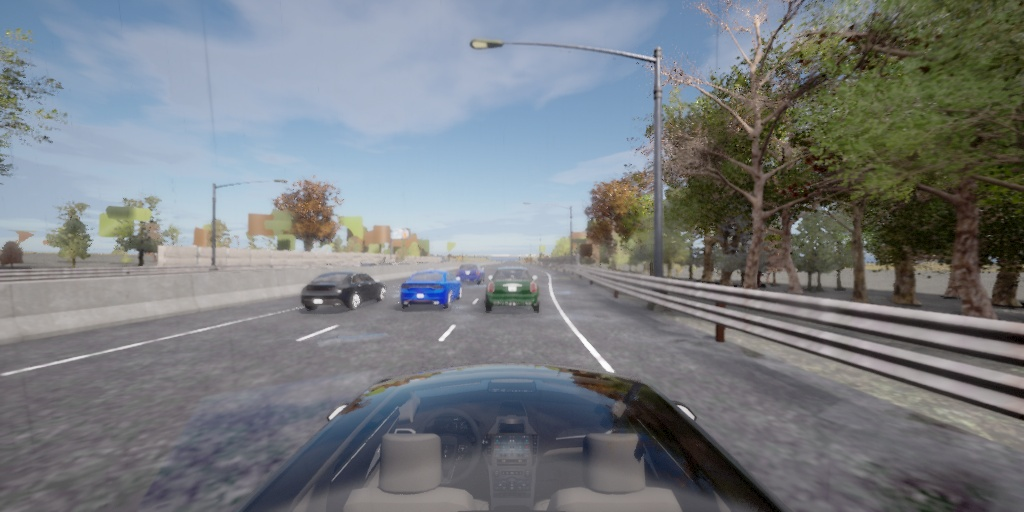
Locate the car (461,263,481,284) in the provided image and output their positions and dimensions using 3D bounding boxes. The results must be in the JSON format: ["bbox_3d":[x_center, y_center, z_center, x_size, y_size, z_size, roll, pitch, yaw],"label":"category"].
[{"bbox_3d":[-3.454,1.410,30.271,2.097,1.767,4.553,0,-1,1],"label":"car"}]

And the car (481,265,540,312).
[{"bbox_3d":[0.034,1.244,15.267,2.097,1.767,4.553,0,-1,1],"label":"car"}]

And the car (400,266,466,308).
[{"bbox_3d":[-3.458,1.380,16.092,1.882,1.535,5.008,0,0,1],"label":"car"}]

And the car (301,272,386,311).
[{"bbox_3d":[-6.966,1.402,15.351,1.837,1.490,4.892,0,0,1],"label":"car"}]

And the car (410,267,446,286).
[{"bbox_3d":[-6.959,1.658,30.098,1.895,1.301,4.718,0,-1,1],"label":"car"}]
